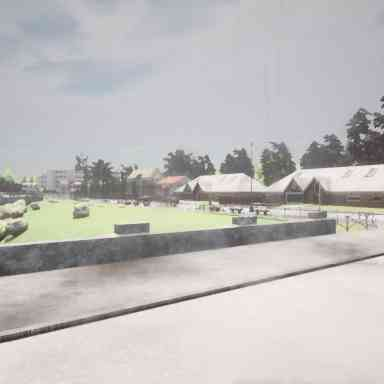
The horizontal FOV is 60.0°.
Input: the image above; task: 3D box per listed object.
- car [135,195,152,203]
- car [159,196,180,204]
[{"bbox_3d":[-10.049,1.502,68.996,1.837,1.490,4.892,0,0,-35],"label":"car"},{"bbox_3d":[-4.164,1.491,60.723,2.128,1.511,4.902,0,0,-35],"label":"car"}]
